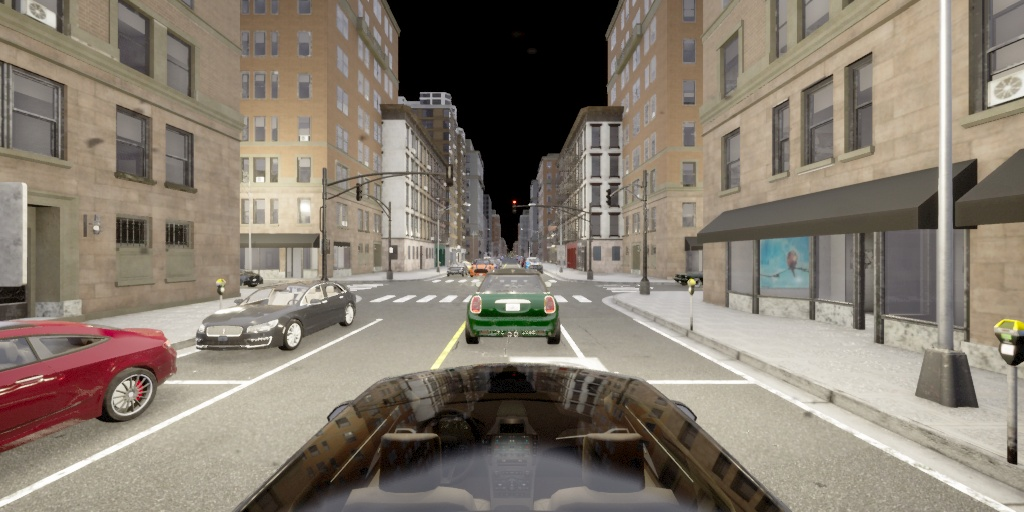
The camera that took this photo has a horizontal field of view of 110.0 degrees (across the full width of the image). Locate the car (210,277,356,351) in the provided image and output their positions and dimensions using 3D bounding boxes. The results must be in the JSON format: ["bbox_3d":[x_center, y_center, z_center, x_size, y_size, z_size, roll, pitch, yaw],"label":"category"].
[{"bbox_3d":[-5.389,1.300,8.860,2.007,1.370,4.403,0,0,0],"label":"car"}]

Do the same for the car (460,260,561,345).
[{"bbox_3d":[0.040,1.102,9.703,2.097,1.767,4.553,0,0,1],"label":"car"}]

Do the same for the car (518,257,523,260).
[{"bbox_3d":[2.639,1.056,62.769,2.192,1.841,5.009,0,0,0],"label":"car"}]

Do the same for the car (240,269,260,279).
[{"bbox_3d":[-17.145,1.223,21.094,4.181,1.385,1.994,0,0,0],"label":"car"}]

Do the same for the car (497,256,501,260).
[{"bbox_3d":[-2.842,1.096,44.599,2.097,1.767,4.553,0,0,-1],"label":"car"}]

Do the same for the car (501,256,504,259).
[{"bbox_3d":[-2.810,1.267,65.034,1.812,1.442,4.674,0,0,1],"label":"car"}]

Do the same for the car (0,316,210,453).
[{"bbox_3d":[-5.389,1.332,3.179,1.802,1.307,4.207,0,0,0],"label":"car"}]

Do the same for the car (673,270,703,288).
[{"bbox_3d":[13.495,1.431,24.097,4.718,1.301,1.895,0,0,0],"label":"car"}]

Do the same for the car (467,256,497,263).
[{"bbox_3d":[-2.824,1.098,34.676,2.097,1.767,4.553,0,0,0],"label":"car"}]

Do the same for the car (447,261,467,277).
[{"bbox_3d":[-5.394,1.296,35.736,2.007,1.370,4.403,0,0,0],"label":"car"}]

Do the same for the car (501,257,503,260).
[{"bbox_3d":[-2.829,1.248,54.758,1.837,1.490,4.892,0,0,0],"label":"car"}]

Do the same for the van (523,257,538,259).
[{"bbox_3d":[2.636,1.085,46.550,1.690,1.789,3.998,0,0,0],"label":"van"}]
